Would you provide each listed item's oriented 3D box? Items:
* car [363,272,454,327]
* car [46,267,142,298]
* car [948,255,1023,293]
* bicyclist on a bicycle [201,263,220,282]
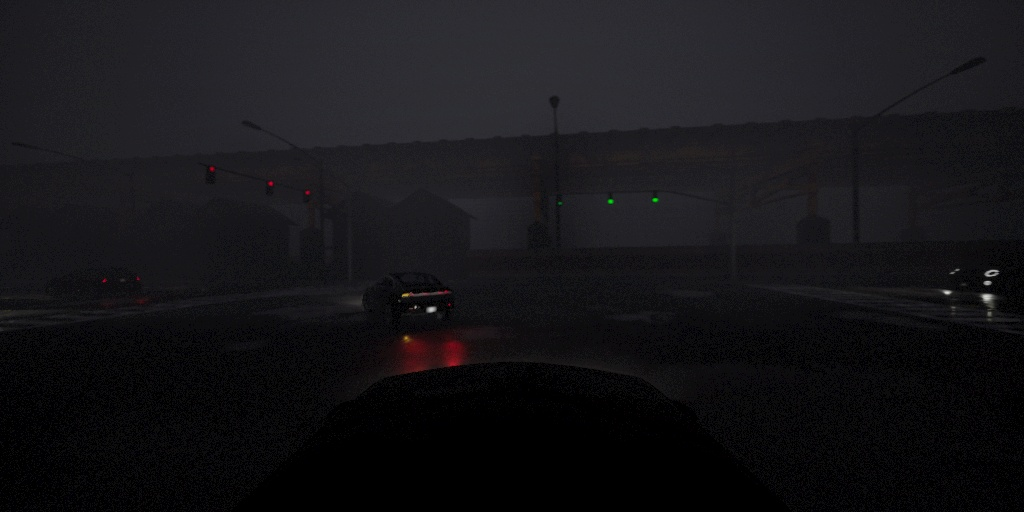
[{"bbox_3d":[-3.582,1.286,11.951,2.128,1.511,4.902,-1,0,-34],"label":"car"},{"bbox_3d":[-24.633,1.454,21.162,4.553,1.767,2.097,-1,0,10],"label":"car"},{"bbox_3d":[23.480,0.738,16.530,4.553,1.767,2.097,-1,0,10],"label":"car"},{"bbox_3d":[-25.950,1.414,30.868,0.582,1.620,1.656,-1,0,10],"label":"bicyclist on a bicycle"}]
